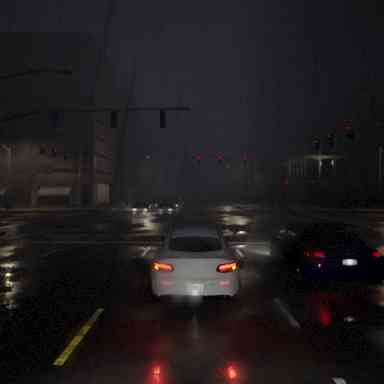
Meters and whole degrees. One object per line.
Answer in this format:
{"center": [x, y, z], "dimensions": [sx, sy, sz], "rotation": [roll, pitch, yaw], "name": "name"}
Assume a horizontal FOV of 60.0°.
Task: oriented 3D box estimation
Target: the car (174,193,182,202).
{"center": [-3.469, 1.213, 78.219], "dimensions": [2.150, 2.045, 5.566], "rotation": [0, 0, 0], "name": "car"}

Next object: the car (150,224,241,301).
{"center": [0.073, 1.525, 8.177], "dimensions": [1.812, 1.442, 4.674], "rotation": [0, 0, 0], "name": "car"}

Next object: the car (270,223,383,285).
{"center": [3.582, 1.563, 9.545], "dimensions": [1.994, 1.385, 4.181], "rotation": [0, 0, 0], "name": "car"}

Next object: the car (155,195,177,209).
{"center": [-3.569, 1.542, 46.260], "dimensions": [2.033, 1.411, 5.357], "rotation": [0, 0, 0], "name": "car"}

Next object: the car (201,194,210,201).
{"center": [3.534, 1.307, 86.968], "dimensions": [2.097, 1.767, 4.553], "rotation": [0, 0, 0], "name": "car"}

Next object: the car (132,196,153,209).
{"center": [-7.084, 1.521, 46.461], "dimensions": [1.812, 1.442, 4.674], "rotation": [0, 0, 1], "name": "car"}

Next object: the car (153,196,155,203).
{"center": [-7.032, 1.541, 62.362], "dimensions": [2.033, 1.411, 5.357], "rotation": [0, 0, 1], "name": "car"}

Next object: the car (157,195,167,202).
{"center": [-6.970, 1.467, 77.834], "dimensions": [1.882, 1.535, 5.008], "rotation": [0, 0, 0], "name": "car"}

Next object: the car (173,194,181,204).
{"center": [-3.529, 1.519, 62.853], "dimensions": [1.812, 1.442, 4.674], "rotation": [0, 0, 0], "name": "car"}

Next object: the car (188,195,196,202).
{"center": [0.030, 1.510, 77.887], "dimensions": [2.128, 1.511, 4.902], "rotation": [0, 0, 0], "name": "car"}

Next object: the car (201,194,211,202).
{"center": [3.531, 1.538, 78.443], "dimensions": [1.994, 1.385, 4.181], "rotation": [0, 0, 0], "name": "car"}

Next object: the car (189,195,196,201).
{"center": [0.034, 1.484, 87.215], "dimensions": [1.812, 1.442, 4.674], "rotation": [0, 0, 0], "name": "car"}
